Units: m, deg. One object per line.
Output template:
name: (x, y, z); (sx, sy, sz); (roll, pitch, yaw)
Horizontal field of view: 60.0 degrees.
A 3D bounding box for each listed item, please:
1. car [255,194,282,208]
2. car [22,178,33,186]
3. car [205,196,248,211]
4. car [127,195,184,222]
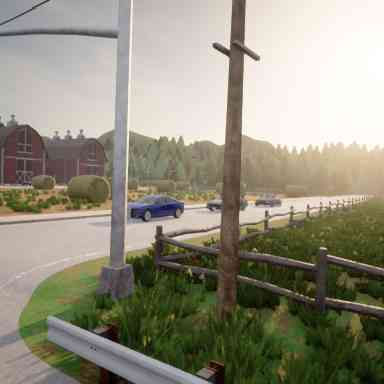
car: (8.821, 0.987, 38.321); (1.994, 1.385, 4.181); (3, 2, 33)
car: (-38.996, -2.370, 79.388); (1.905, 1.878, 3.866); (8, 2, -13)
car: (3.302, 0.988, 29.957); (2.033, 1.411, 5.357); (3, 2, 33)
car: (-2.439, 0.936, 21.235); (1.882, 1.535, 5.008); (3, 2, 33)
